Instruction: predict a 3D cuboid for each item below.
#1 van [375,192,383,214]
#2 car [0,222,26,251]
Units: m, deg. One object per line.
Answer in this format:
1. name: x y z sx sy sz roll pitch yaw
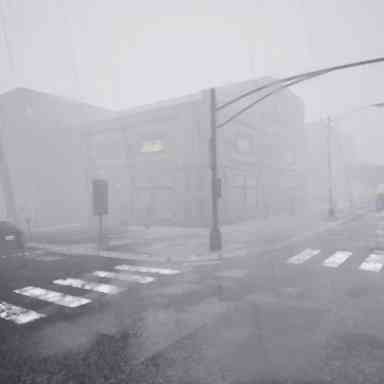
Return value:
1. van: 16.832 0.897 28.552 1.690 1.788 3.998 0 1 35
2. car: -9.340 2.030 15.269 4.313 1.339 1.947 -2 -1 36
